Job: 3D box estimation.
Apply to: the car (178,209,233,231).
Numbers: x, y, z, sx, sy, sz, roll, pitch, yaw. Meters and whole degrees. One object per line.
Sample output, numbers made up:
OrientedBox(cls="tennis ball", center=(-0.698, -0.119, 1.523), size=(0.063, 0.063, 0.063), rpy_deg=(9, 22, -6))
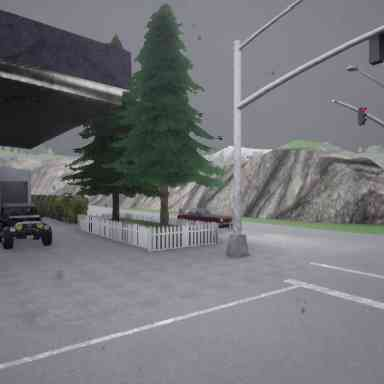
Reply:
OrientedBox(cls="car", center=(1.095, 1.792, 21.983), size=(1.895, 1.301, 4.718), rpy_deg=(0, 0, -36))

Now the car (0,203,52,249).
OrientedBox(cls="car", center=(-8.047, 1.505, 15.803), size=(1.905, 1.878, 3.866), rpy_deg=(0, 0, -37))
